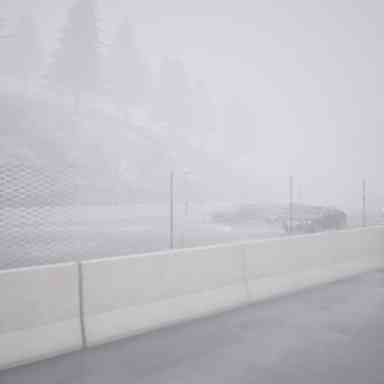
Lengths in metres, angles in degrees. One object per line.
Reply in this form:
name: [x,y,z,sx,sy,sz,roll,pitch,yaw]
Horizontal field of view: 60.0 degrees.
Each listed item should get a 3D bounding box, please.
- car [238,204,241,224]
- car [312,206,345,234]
car: [3.893,1.588,25.295,5.357,1.411,2.033,0,0,-42]
car: [7.011,1.516,18.764,4.902,1.511,2.128,0,0,-41]
